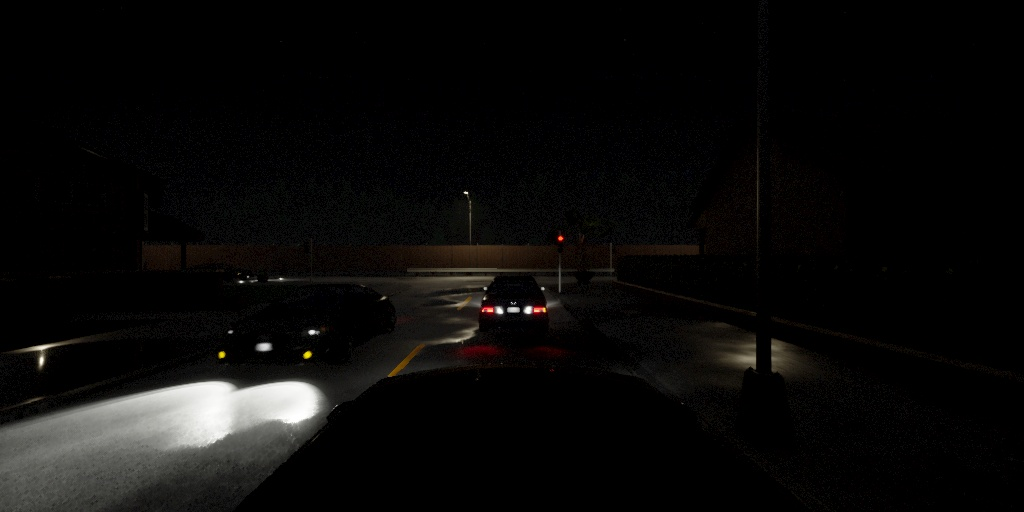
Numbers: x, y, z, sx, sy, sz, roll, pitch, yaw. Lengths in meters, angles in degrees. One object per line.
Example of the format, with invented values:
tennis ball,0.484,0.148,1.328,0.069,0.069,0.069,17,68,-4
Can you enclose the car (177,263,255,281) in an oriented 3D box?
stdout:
car,-24.079,1.297,29.092,5.357,1.411,2.033,0,0,0

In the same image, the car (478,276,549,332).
car,0.058,1.297,10.836,2.033,1.411,5.357,0,0,1

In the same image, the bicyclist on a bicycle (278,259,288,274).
bicyclist on a bicycle,-23.971,1.099,37.490,0.582,1.620,1.656,0,0,0

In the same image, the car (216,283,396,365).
car,-4.076,1.314,7.893,1.994,1.385,4.181,0,0,0
